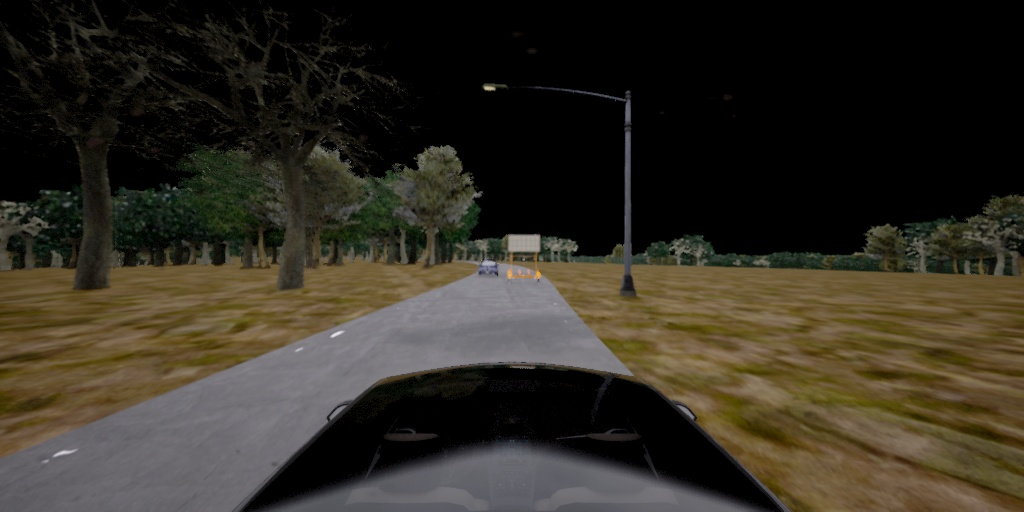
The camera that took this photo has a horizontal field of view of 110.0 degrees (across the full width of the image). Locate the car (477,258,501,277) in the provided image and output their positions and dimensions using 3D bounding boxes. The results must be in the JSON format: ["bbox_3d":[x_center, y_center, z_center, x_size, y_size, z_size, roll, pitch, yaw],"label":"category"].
[{"bbox_3d":[-2.182,1.168,34.228,1.812,1.442,4.674,0,0,0],"label":"car"}]

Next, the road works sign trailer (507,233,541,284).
[{"bbox_3d":[0.856,0.139,25.926,2.380,3.560,2.880,0,0,1],"label":"road works sign trailer"}]
